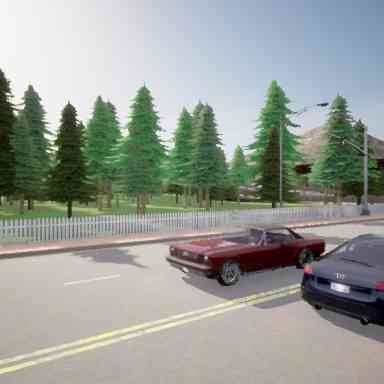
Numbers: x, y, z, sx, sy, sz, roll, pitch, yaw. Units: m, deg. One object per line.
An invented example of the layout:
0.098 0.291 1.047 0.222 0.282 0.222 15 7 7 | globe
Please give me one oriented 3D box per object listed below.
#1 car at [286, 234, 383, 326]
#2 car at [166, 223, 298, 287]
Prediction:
4.102 1.564 6.697 4.181 1.385 1.994 0 0 -35 | car
1.646 1.601 9.468 4.718 1.301 1.895 0 0 -36 | car
